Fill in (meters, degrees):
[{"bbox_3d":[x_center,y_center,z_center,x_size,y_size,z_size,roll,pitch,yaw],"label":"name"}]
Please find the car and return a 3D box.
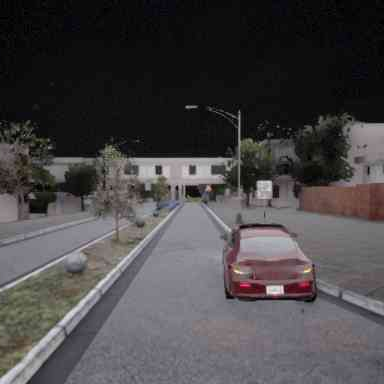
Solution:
[{"bbox_3d":[1.693,1.489,8.154,1.812,1.442,4.674,-2,2,6],"label":"car"}]
